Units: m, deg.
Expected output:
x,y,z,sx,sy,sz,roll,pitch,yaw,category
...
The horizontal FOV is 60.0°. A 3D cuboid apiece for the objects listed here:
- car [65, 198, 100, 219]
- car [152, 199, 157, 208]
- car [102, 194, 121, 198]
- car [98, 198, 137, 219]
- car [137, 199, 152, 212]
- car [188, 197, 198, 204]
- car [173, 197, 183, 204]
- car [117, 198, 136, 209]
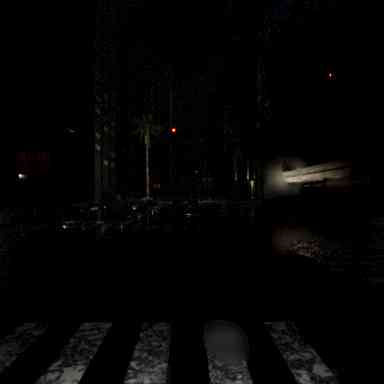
x,y,z,sx,sy,sz,roll,pitch,yaw,category
-9.774,1.541,29.915,1.882,1.535,5.008,0,0,0,car
-6.460,1.739,50.752,1.895,1.301,4.718,0,0,1,car
-9.756,1.317,39.861,2.150,2.045,5.566,0,0,0,car
-6.529,1.541,29.649,1.882,1.535,5.008,0,0,0,car
-6.502,1.587,39.990,2.128,1.511,4.902,0,0,0,car
0.275,1.786,69.874,1.994,1.385,4.181,0,0,0,car
-2.975,1.786,69.857,1.994,1.385,4.181,0,0,0,car
-9.714,1.698,49.822,1.994,1.385,4.181,0,0,0,car
